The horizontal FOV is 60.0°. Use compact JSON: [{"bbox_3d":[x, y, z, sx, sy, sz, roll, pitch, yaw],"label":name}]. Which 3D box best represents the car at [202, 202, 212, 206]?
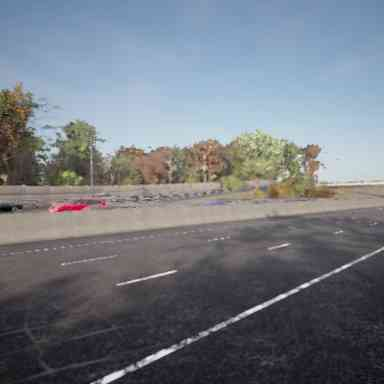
[{"bbox_3d":[3.487,2.004,47.718,1.882,1.535,5.008,-1,-1,43],"label":"car"}]

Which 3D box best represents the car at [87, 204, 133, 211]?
[{"bbox_3d":[-5.942,1.897,27.215,1.994,1.385,4.181,-1,-1,43],"label":"car"}]

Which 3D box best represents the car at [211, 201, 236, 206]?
[{"bbox_3d":[5.135,2.073,44.353,1.895,1.301,4.718,-1,-1,43],"label":"car"}]

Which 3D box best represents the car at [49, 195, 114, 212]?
[{"bbox_3d":[-10.797,1.523,32.174,2.150,2.045,5.566,4,0,43],"label":"car"}]

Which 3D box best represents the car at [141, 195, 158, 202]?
[{"bbox_3d":[-8.390,1.296,67.803,2.033,1.411,5.357,-1,1,21],"label":"car"}]

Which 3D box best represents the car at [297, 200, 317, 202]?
[{"bbox_3d":[20.065,2.065,55.314,2.033,1.411,5.357,-1,-1,43],"label":"car"}]

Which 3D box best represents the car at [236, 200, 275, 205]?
[{"bbox_3d":[8.163,1.935,42.476,1.837,1.490,4.892,-1,-2,43],"label":"car"}]

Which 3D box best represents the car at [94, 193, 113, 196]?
[{"bbox_3d":[-14.328,1.258,52.139,2.150,2.045,5.566,-1,0,20],"label":"car"}]

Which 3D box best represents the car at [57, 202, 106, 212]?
[{"bbox_3d":[-8.640,1.927,29.456,2.033,1.411,5.357,-1,-1,43],"label":"car"}]

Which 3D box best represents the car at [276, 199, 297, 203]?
[{"bbox_3d":[16.921,2.065,57.079,1.837,1.490,4.892,-1,-1,43],"label":"car"}]

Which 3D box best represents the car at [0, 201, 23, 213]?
[{"bbox_3d":[-20.463,1.647,35.146,1.895,1.301,4.718,-1,0,22],"label":"car"}]
